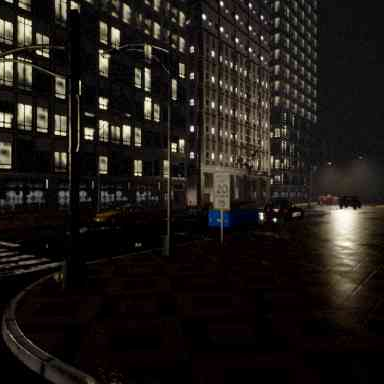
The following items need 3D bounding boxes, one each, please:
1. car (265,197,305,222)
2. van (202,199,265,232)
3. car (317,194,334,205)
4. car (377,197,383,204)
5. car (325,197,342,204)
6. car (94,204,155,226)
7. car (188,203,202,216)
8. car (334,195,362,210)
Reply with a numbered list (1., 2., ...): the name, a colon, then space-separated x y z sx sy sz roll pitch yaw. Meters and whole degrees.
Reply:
1. car: 7.603 1.472 26.877 1.967 1.590 4.097 0 0 38
2. van: 2.636 1.368 20.252 1.690 1.788 3.998 0 0 38
3. car: 25.141 1.381 62.535 2.192 1.841 5.009 0 0 38
4. car: 38.174 1.658 66.534 1.947 1.339 4.313 0 0 38
5. car: 28.538 1.624 66.940 2.008 1.369 4.403 0 0 38
6. car: -4.751 1.540 23.971 1.752 1.417 4.829 0 0 38
7. car: 1.362 1.604 31.689 1.802 1.307 4.206 0 0 38
8. car: 21.191 1.368 44.503 2.192 1.841 5.009 0 0 38
